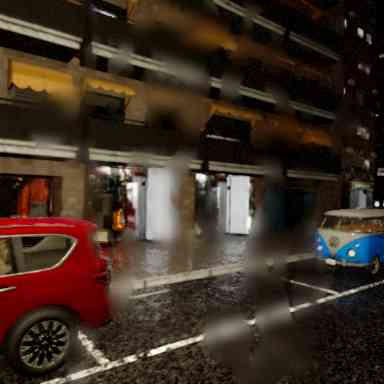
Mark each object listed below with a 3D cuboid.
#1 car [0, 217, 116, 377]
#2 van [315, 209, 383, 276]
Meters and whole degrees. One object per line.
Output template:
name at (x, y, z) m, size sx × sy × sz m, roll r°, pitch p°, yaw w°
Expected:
car at (-3.425, 1.310, 4.051) m, size 5.009 × 1.841 × 2.192 m, roll 1°, pitch 1°, yaw -36°
van at (5.598, 1.448, 10.503) m, size 3.998 × 1.788 × 1.690 m, roll 1°, pitch 1°, yaw -36°
